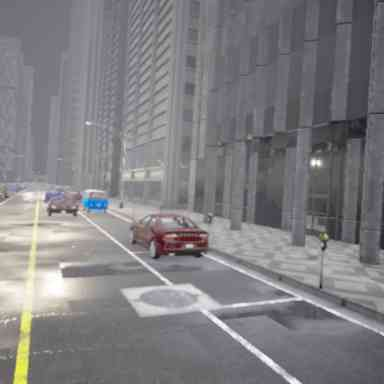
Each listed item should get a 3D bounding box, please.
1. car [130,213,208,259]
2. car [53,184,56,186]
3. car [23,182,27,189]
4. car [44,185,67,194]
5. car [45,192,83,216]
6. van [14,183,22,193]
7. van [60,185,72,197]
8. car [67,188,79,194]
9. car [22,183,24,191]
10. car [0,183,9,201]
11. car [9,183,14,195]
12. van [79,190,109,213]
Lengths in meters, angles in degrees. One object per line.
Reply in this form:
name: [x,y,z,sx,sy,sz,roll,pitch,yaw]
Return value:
car: [-0.992,1.425,12.029,1.887,1.381,4.507,3,0,-25]
car: [-31.406,-0.658,78.721,1.887,1.381,4.507,3,0,-25]
car: [-39.148,-1.062,75.175,1.947,1.339,4.313,3,0,-25]
car: [-15.469,0.401,37.296,1.882,1.535,5.008,3,1,-24]
car: [-9.245,0.950,23.666,1.895,1.301,4.718,3,0,-24]
van: [-32.118,-0.805,59.783,1.690,1.788,3.998,3,0,-25]
van: [-22.037,-0.218,58.199,1.690,1.788,3.998,3,0,-25]
car: [-15.031,0.503,42.810,1.802,1.307,4.206,3,0,-25]
car: [-34.468,-0.762,64.914,1.887,1.381,4.507,3,0,-25]
car: [-20.424,0.095,34.131,1.967,1.590,4.097,3,0,-25]
car: [-22.758,-0.189,39.261,2.192,1.841,5.009,3,0,-25]
van: [-8.000,0.743,27.419,1.690,1.788,3.998,3,0,-25]
